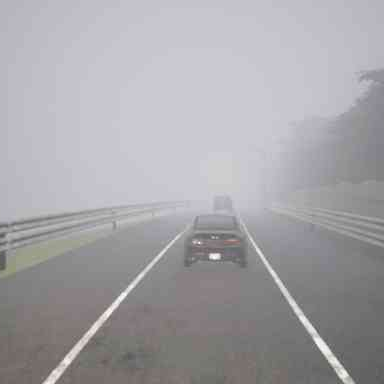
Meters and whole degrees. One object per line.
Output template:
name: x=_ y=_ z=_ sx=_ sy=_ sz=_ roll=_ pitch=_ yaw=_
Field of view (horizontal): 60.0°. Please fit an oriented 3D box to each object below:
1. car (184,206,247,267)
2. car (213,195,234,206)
car: x=0.794 y=1.457 z=11.272 sx=1.837 sy=1.490 sz=4.892 roll=0 pitch=0 yaw=4
car: x=3.586 y=1.404 z=37.984 sx=2.150 sy=2.045 sz=5.566 roll=0 pitch=-1 yaw=8
